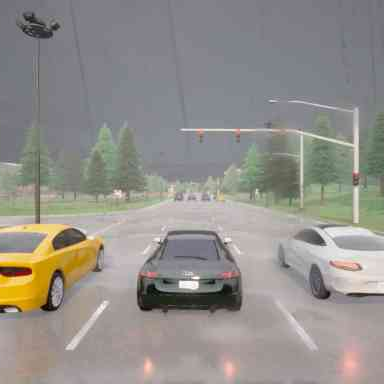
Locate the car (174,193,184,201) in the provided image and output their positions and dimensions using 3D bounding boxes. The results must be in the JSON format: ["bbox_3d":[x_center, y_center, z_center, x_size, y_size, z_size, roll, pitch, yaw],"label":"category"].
[{"bbox_3d":[-3.495,1.587,82.138,1.895,1.301,4.718,0,0,0],"label":"car"}]

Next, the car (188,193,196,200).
[{"bbox_3d":[0.006,1.187,92.081,2.097,1.767,4.553,0,0,0],"label":"car"}]

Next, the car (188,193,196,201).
[{"bbox_3d":[0.005,1.347,82.078,2.097,1.767,4.553,0,0,0],"label":"car"}]

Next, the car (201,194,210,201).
[{"bbox_3d":[3.505,1.545,82.108,1.994,1.385,4.181,0,0,0],"label":"car"}]

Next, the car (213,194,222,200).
[{"bbox_3d":[7.006,1.385,92.111,1.994,1.385,4.181,0,0,0],"label":"car"}]

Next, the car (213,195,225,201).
[{"bbox_3d":[7.005,1.469,81.691,1.882,1.535,5.008,0,0,0],"label":"car"}]

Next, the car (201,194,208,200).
[{"bbox_3d":[3.506,1.332,92.111,1.837,1.490,4.892,0,0,0],"label":"car"}]

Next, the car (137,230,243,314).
[{"bbox_3d":[0.002,1.564,7.732,1.994,1.385,4.181,0,0,2],"label":"car"}]

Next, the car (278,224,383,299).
[{"bbox_3d":[3.519,1.526,8.305,1.812,1.442,4.674,0,0,1],"label":"car"}]

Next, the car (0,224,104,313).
[{"bbox_3d":[-3.487,1.478,7.761,1.882,1.535,5.008,0,0,0],"label":"car"}]
